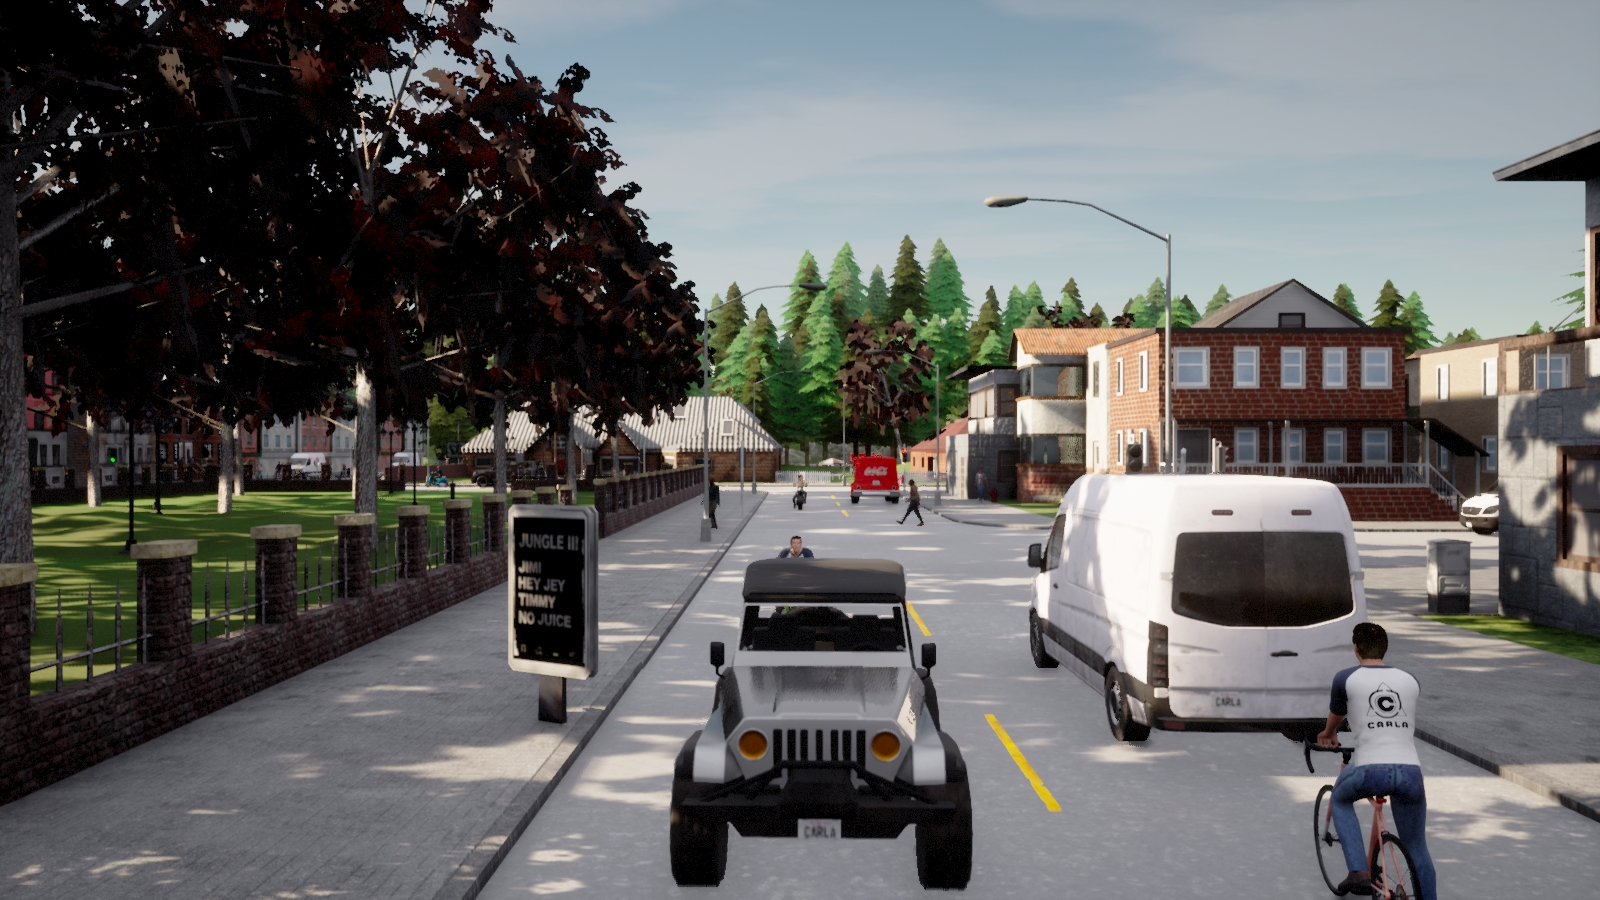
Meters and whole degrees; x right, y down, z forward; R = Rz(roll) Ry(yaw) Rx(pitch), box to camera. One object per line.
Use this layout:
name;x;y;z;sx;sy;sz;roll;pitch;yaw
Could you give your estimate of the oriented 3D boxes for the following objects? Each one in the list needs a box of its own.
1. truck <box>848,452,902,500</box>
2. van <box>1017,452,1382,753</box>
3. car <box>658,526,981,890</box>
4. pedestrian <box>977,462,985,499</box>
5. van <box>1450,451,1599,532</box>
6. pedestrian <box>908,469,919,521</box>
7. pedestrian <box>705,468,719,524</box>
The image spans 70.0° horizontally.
truck;3.969;1.372;61.570;2.627;2.467;5.204;0;0;1
van;4.000;1.321;12.788;1.988;2.561;5.915;0;0;0
car;0.180;1.642;8.668;1.905;1.878;3.866;0;0;2
pedestrian;9.222;1.547;58.265;0.375;1.860;0.375;0;0;6
van;24.712;1.329;37.232;5.915;2.561;1.988;0;0;0
pedestrian;4.171;1.645;41.875;0.375;1.860;0.375;0;0;3
pedestrian;-2.956;1.540;38.534;0.375;1.860;0.375;0;0;16
